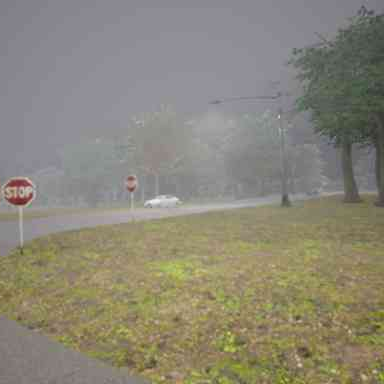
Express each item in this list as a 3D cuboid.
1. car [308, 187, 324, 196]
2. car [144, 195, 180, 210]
[{"bbox_3d":[23.759,-0.054,64.784,2.128,1.511,4.902,-3,-1,27],"label":"car"},{"bbox_3d":[-3.125,1.073,35.442,1.812,1.442,4.674,-4,-1,34],"label":"car"}]
